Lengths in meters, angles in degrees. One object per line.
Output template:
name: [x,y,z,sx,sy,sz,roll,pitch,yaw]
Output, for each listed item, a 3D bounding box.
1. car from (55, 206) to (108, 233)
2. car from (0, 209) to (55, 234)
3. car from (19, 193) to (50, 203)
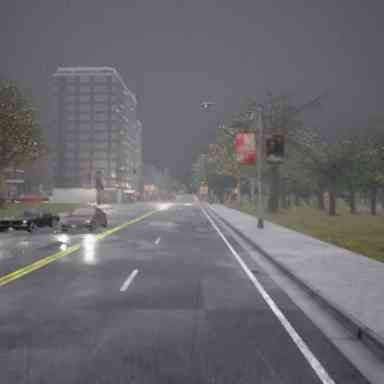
car: [-6.606,1.655,20.928,1.812,1.442,4.674,0,0,0]
car: [-9.856,1.726,20.318,1.895,1.301,4.718,0,0,0]
car: [-25.776,0.959,54.569,4.553,1.767,2.097,2,-2,-43]
